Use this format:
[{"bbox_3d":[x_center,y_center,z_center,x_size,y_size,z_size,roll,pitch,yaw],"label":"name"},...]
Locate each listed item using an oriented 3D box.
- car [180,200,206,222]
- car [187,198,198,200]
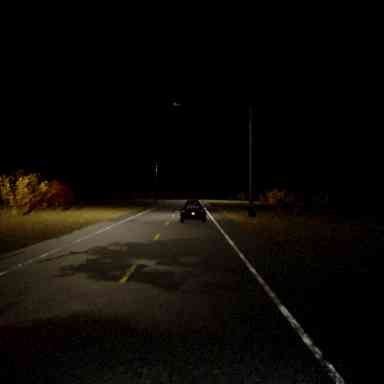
[{"bbox_3d":[0.091,1.569,26.659,1.994,1.385,4.181,0,0,0],"label":"car"},{"bbox_3d":[0.086,1.516,42.827,1.837,1.490,4.892,0,0,0],"label":"car"}]
